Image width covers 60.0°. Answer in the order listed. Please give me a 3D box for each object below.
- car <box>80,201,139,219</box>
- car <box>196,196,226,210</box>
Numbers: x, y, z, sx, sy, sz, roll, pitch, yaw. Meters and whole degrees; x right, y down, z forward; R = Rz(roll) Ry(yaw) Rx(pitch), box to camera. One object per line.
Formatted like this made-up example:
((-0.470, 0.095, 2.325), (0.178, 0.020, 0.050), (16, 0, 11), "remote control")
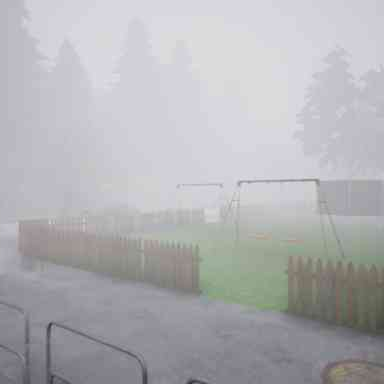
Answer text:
((-7.049, 1.526, 29.177), (2.033, 1.411, 5.357), (0, 0, 35), "car")
((2.450, 1.329, 42.474), (2.097, 1.767, 4.553), (0, 0, 36), "car")
